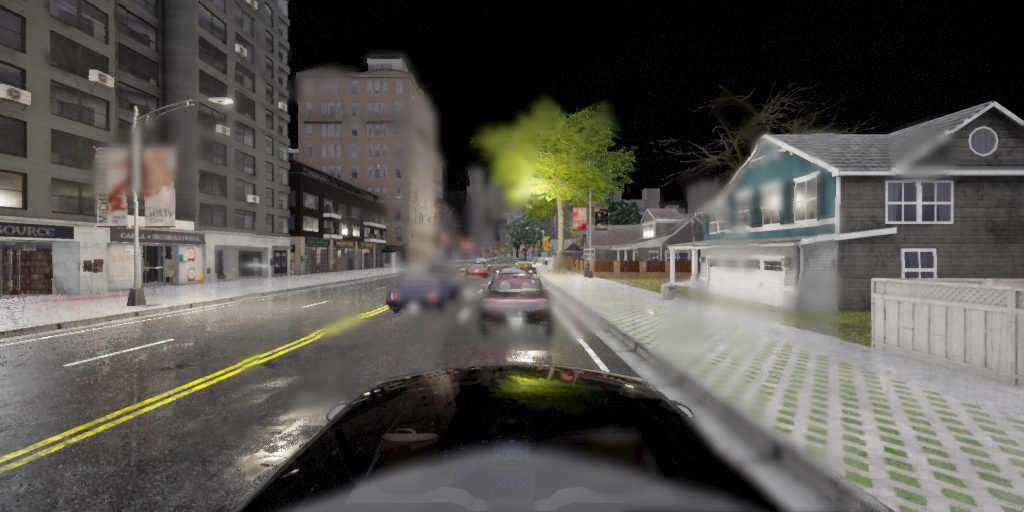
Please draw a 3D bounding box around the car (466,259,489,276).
[{"bbox_3d":[-3.115,1.290,33.787,1.994,1.385,4.181,0,0,0],"label":"car"}]

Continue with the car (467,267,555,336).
[{"bbox_3d":[0.112,1.239,10.419,2.128,1.511,4.902,0,0,0],"label":"car"}]

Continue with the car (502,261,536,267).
[{"bbox_3d":[0.120,1.220,19.923,1.882,1.535,5.008,0,0,0],"label":"car"}]

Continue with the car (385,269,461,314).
[{"bbox_3d":[-3.137,1.347,13.741,1.895,1.301,4.718,0,0,0],"label":"car"}]

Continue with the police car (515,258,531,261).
[{"bbox_3d":[1.006,1.157,29.652,1.930,1.638,5.238,0,0,0],"label":"police car"}]

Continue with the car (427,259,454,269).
[{"bbox_3d":[-6.564,1.274,33.440,2.033,1.411,5.357,0,0,0],"label":"car"}]
